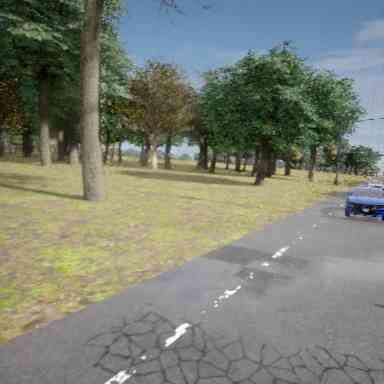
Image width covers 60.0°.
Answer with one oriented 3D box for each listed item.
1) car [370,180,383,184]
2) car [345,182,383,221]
[{"bbox_3d":[25.048,-0.863,45.267,1.812,1.442,4.674,6,6,29],"label":"car"},{"bbox_3d":[9.496,0.487,17.959,1.882,1.535,5.008,6,5,29],"label":"car"}]
